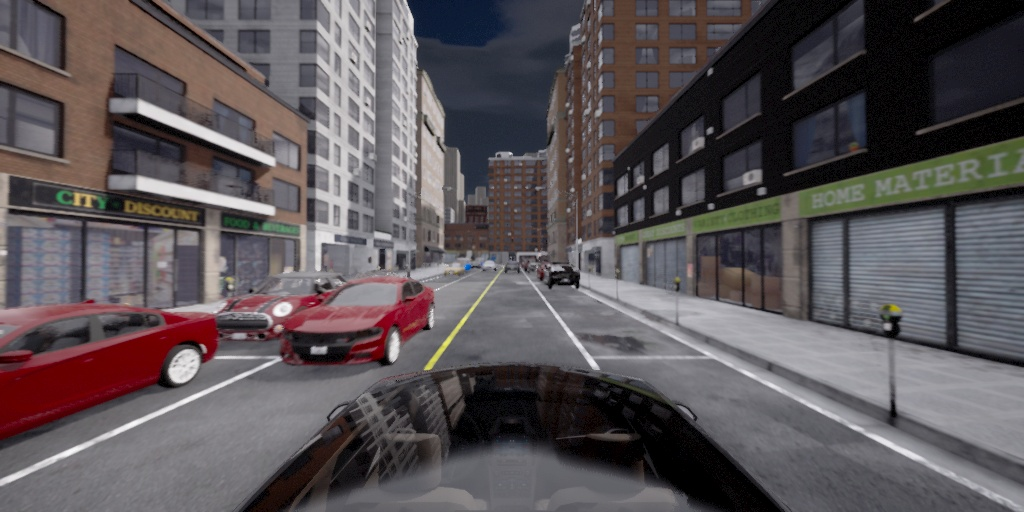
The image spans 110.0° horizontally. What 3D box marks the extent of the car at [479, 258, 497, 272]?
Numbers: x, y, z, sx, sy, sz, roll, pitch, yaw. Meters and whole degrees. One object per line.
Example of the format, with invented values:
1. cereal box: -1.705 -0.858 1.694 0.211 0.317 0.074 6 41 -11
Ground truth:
1. car: -3.074 1.365 49.262 1.812 1.442 4.674 0 0 0

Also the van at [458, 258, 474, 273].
1. van: -5.860 1.158 42.583 1.690 1.789 3.998 0 0 0

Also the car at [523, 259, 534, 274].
1. car: 2.665 1.367 42.581 2.007 1.370 4.403 0 0 0

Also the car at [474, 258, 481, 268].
1. car: -5.862 1.445 59.029 1.948 1.339 4.313 0 0 0

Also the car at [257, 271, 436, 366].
1. car: -3.090 1.232 8.240 1.882 1.535 5.008 0 0 0

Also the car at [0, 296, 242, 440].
1. car: -5.856 1.297 4.211 1.888 1.381 4.507 0 0 0

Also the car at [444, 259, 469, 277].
1. car: -5.860 1.326 36.931 1.751 1.417 4.829 0 0 0

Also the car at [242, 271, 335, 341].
1. car: -5.856 1.195 9.693 1.967 1.591 4.097 0 0 0

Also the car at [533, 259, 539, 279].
1. car: 3.137 1.261 30.302 1.882 1.535 5.008 0 0 0

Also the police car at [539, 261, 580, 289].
1. police car: 3.132 1.196 23.411 1.930 1.638 5.238 0 0 0

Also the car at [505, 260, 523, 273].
1. car: 0.055 1.319 45.831 2.128 1.511 4.902 0 0 0
